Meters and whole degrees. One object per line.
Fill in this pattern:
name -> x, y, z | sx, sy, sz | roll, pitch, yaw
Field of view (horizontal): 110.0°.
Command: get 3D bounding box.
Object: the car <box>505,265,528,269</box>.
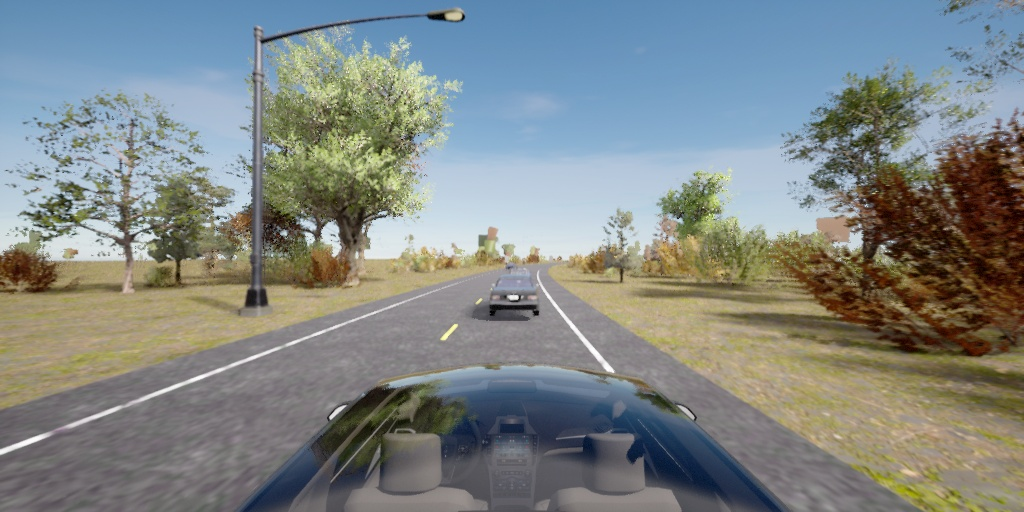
car -> 0.642, 1.652, 29.968 | 1.895, 1.301, 4.718 | 0, -1, 3

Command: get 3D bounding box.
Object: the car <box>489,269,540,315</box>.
car -> 0.125, 1.433, 14.276 | 2.033, 1.411, 5.357 | 0, -1, 2
